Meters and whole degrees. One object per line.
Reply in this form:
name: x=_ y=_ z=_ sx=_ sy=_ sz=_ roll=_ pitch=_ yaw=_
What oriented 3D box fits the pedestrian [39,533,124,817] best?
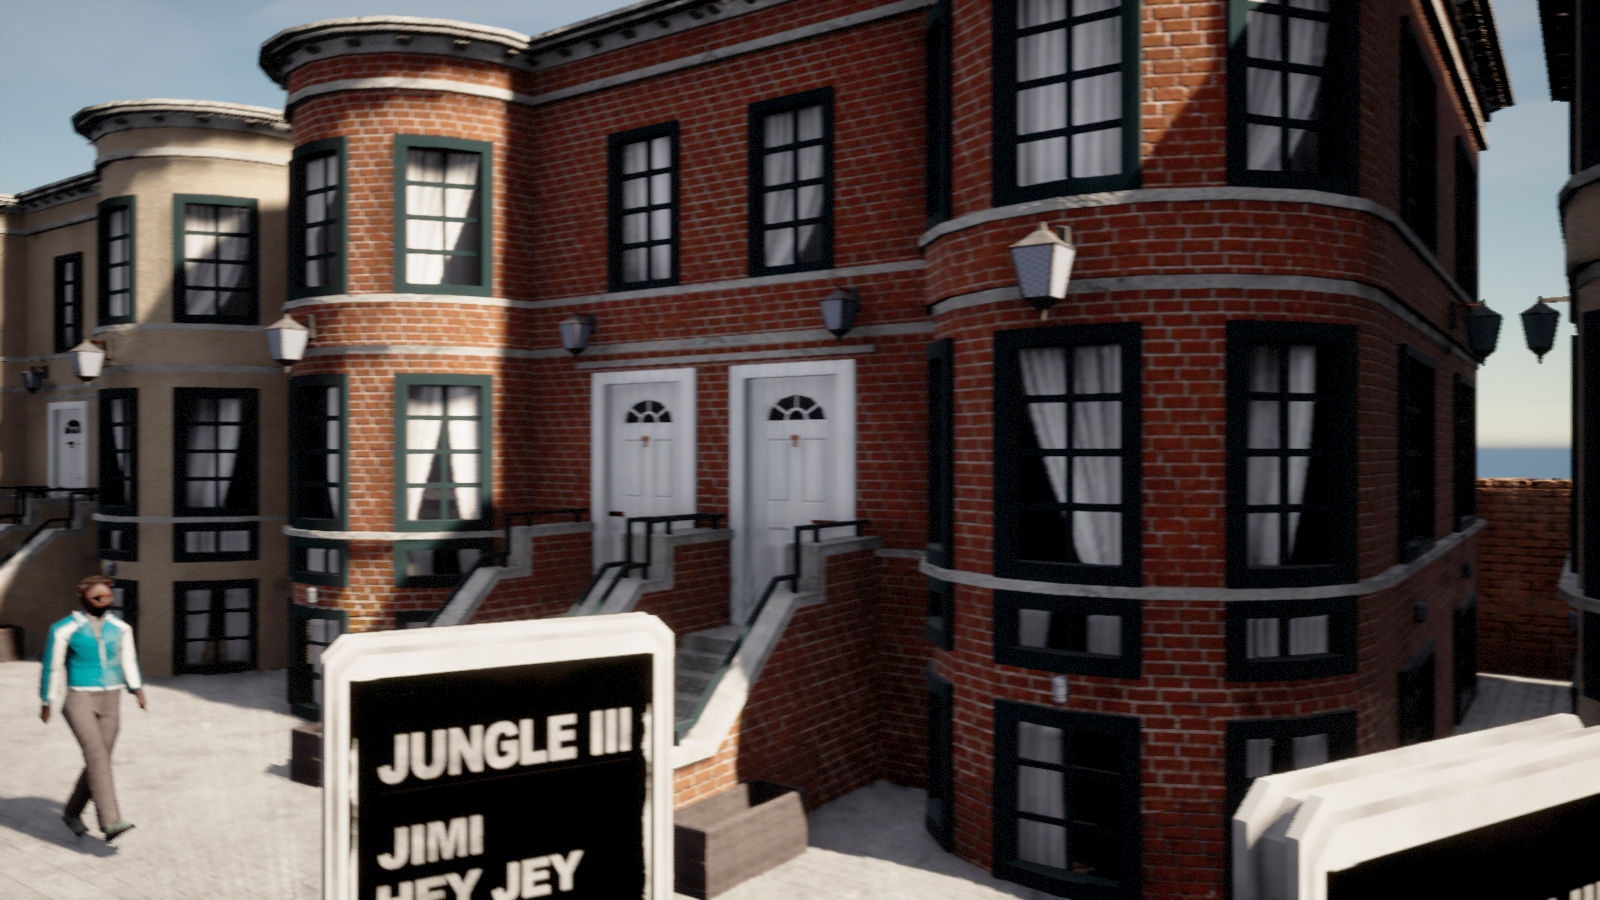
pedestrian: x=-4.975 y=1.525 z=7.914 sx=0.375 sy=1.860 sz=0.375 roll=0 pitch=0 yaw=34
